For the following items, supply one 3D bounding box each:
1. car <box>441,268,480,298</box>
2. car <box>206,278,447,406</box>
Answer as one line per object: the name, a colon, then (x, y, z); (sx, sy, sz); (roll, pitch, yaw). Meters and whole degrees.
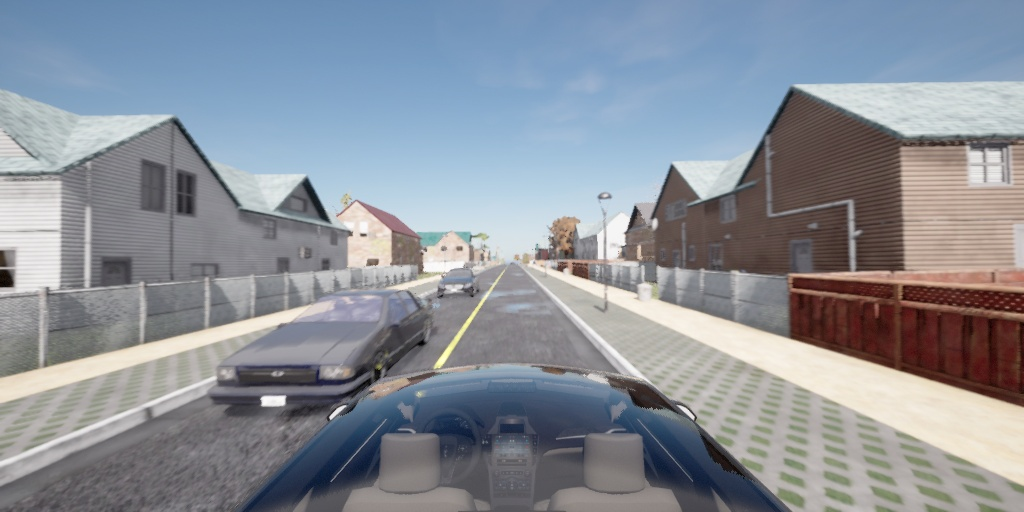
car: (-2.804, 1.399, 19.685); (1.812, 1.442, 4.674); (-1, 0, 0)
car: (-2.848, 1.356, 6.949); (2.033, 1.411, 5.357); (-1, 0, 0)
